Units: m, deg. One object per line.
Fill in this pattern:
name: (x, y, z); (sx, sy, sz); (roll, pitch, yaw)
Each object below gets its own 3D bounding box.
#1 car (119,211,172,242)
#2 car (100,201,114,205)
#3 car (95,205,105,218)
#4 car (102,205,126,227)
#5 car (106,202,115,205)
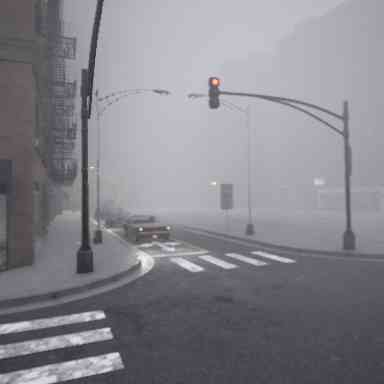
car: (-2.646, 1.997, 18.928); (1.895, 1.301, 4.718); (0, -1, -21)
car: (-14.455, 2.542, 57.112); (2.150, 2.045, 5.566); (0, -1, -21)
car: (-10.210, 2.485, 38.751); (1.895, 1.301, 4.718); (0, -1, -21)
car: (-6.326, 2.157, 28.557); (1.812, 1.442, 4.674); (0, -1, -21)
car: (-10.856, 2.607, 47.834); (1.812, 1.442, 4.674); (0, -1, -21)
